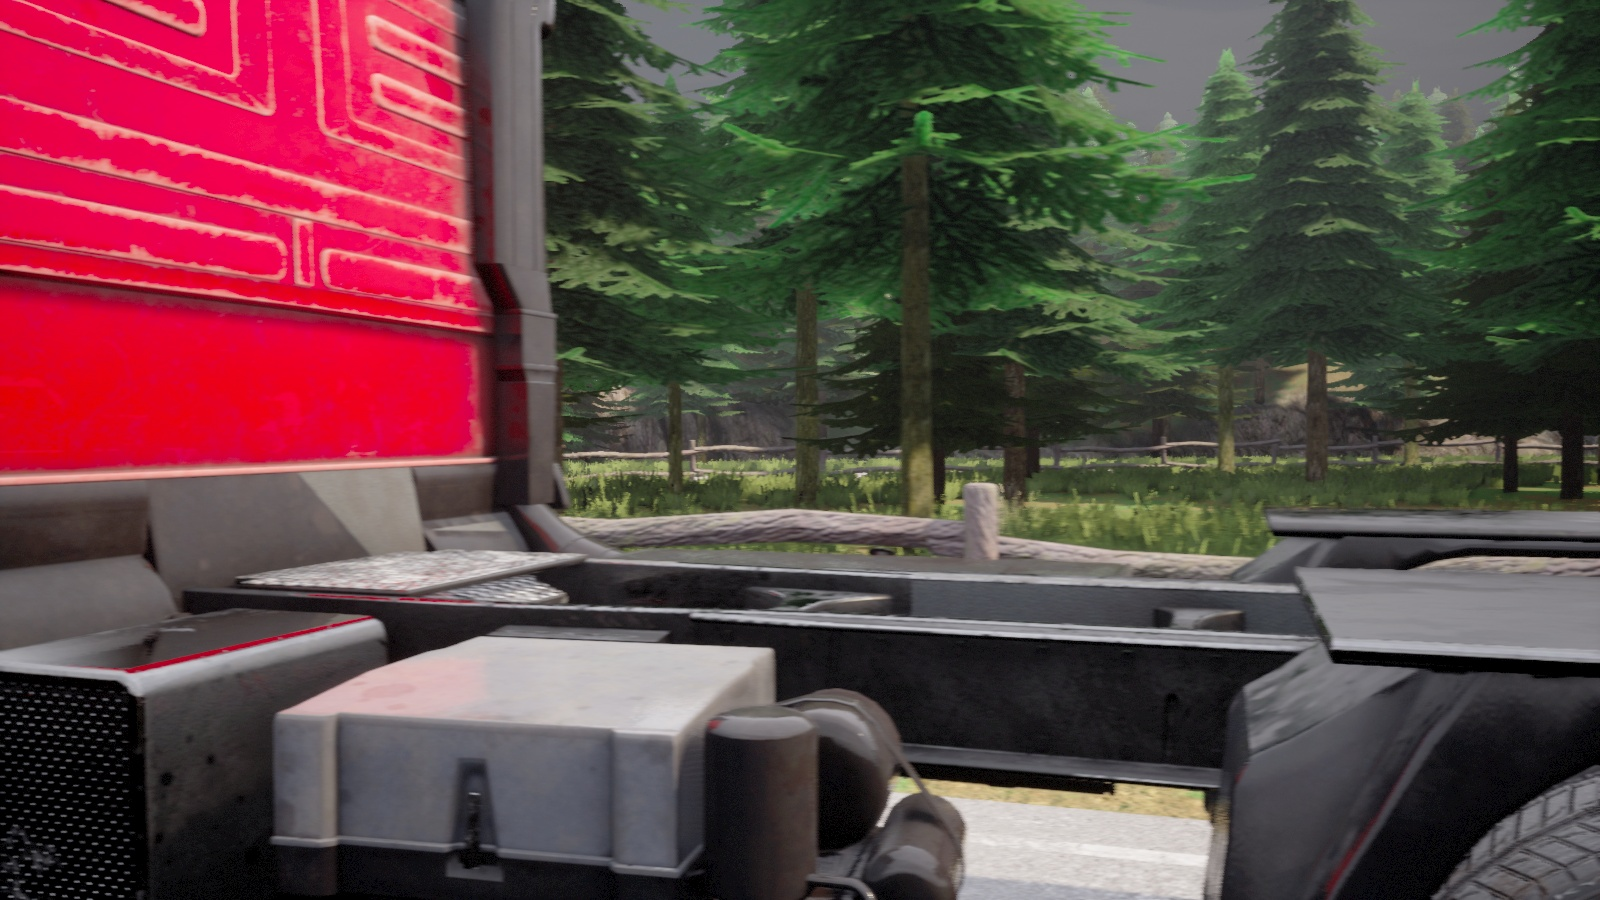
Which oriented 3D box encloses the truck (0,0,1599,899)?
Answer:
[{"bbox_3d":[0.123,-0.204,3.137,7.936,3.462,2.891,1,1,19],"label":"truck"}]
